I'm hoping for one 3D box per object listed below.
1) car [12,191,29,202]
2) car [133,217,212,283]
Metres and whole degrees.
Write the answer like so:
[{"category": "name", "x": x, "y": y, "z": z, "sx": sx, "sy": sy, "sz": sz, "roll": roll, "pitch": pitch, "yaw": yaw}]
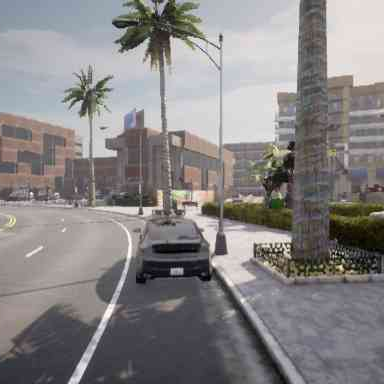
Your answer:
[{"category": "car", "x": -37.893, "y": 1.211, "z": 71.704, "sx": 4.553, "sy": 1.767, "sz": 2.185, "roll": 0, "pitch": 0, "yaw": 21}, {"category": "car", "x": -0.632, "y": 1.491, "z": 9.664, "sx": 1.837, "sy": 1.490, "sz": 4.892, "roll": 0, "pitch": 0, "yaw": -7}]
